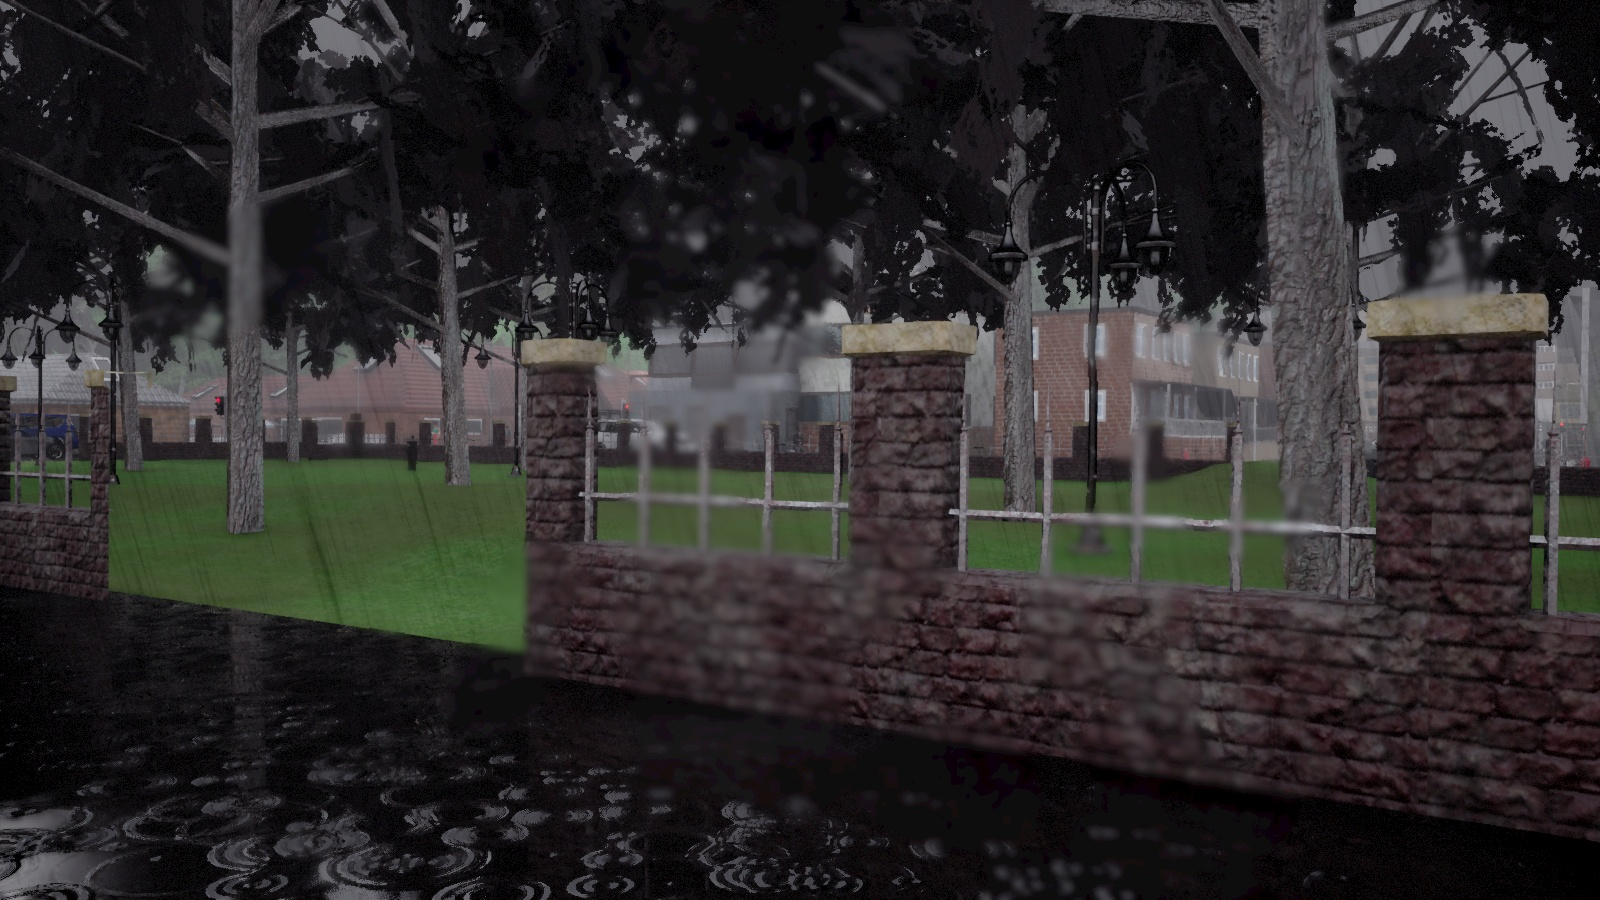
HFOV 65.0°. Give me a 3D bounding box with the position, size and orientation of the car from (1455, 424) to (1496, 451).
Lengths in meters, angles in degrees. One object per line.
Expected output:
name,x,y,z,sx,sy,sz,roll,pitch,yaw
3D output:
car,40.686,-0.771,75.580,1.851,1.617,3.988,0,1,33

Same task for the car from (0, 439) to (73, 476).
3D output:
car,-33.263,0.317,53.399,1.845,1.501,3.633,0,1,32

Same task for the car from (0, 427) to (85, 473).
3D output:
car,-35.812,-0.002,56.883,2.150,2.045,5.566,0,1,33

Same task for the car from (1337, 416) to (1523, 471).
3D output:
car,20.370,-0.232,40.809,2.152,1.651,5.027,-1,1,-31

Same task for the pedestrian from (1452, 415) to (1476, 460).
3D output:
pedestrian,27.702,-0.519,52.407,0.694,1.848,0.540,-1,1,-3

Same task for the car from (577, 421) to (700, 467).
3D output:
car,-7.590,-0.284,58.786,5.566,2.045,2.150,0,1,31
